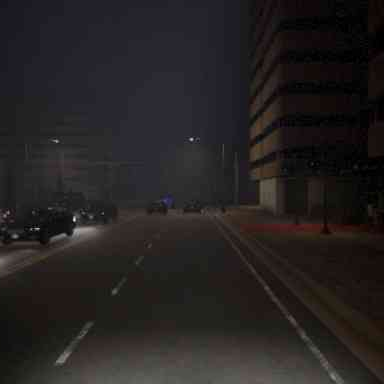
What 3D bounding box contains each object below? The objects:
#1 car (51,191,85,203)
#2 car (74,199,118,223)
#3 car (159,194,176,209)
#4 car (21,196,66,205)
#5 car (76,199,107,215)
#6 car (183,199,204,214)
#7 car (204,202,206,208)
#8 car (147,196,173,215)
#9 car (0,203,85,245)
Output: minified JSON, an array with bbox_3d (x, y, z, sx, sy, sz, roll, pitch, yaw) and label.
[{"bbox_3d":[-10.499,0.908,27.588,2.150,2.045,5.566,0,0,0],"label":"car"},{"bbox_3d":[-7.058,1.519,25.764,2.128,1.511,4.902,0,0,0],"label":"car"},{"bbox_3d":[-3.488,1.270,45.453,2.150,2.045,5.566,0,0,0],"label":"car"},{"bbox_3d":[-10.568,1.375,22.292,2.097,1.767,4.553,0,0,0],"label":"car"},{"bbox_3d":[-10.533,1.543,35.300,1.837,1.490,4.892,0,-1,1],"label":"car"},{"bbox_3d":[0.006,1.603,36.703,1.994,1.385,4.181,0,0,0],"label":"car"},{"bbox_3d":[0.634,1.611,47.209,1.994,1.385,4.181,0,0,12],"label":"car"},{"bbox_3d":[-3.499,1.528,34.557,2.128,1.511,4.902,0,0,0],"label":"car"},{"bbox_3d":[-7.066,1.508,15.734,2.128,1.511,4.902,0,0,0],"label":"car"}]
